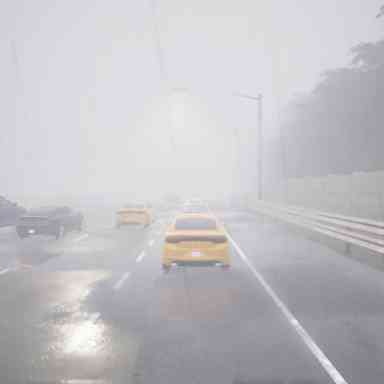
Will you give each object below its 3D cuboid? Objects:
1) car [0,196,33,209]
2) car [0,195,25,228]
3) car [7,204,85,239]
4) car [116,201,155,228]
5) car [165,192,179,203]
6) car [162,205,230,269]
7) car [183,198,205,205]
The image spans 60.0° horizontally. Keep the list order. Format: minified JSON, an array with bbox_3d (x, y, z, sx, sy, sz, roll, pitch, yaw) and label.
[{"bbox_3d":[-20.865,1.212,39.423,1.994,1.385,4.181,0,1,1],"label":"car"},{"bbox_3d":[-10.374,1.123,16.650,2.150,2.045,5.566,0,1,0],"label":"car"},{"bbox_3d":[-6.874,1.407,16.669,1.837,1.490,4.892,0,1,0],"label":"car"},{"bbox_3d":[-3.459,1.331,21.079,1.882,1.535,5.008,0,1,0],"label":"car"},{"bbox_3d":[-3.224,0.827,54.748,2.097,1.767,4.553,0,1,0],"label":"car"},{"bbox_3d":[0.112,1.433,11.062,1.882,1.535,5.008,0,0,0],"label":"car"},{"bbox_3d":[0.182,1.288,29.144,1.812,1.442,4.674,0,1,0],"label":"car"}]
